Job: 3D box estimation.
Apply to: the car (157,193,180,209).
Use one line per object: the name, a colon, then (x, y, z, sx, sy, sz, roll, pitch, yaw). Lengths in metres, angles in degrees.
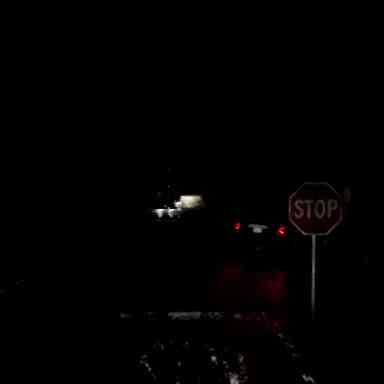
car: (-2.805, 1.087, 37.643, 2.033, 1.411, 5.357, 0, 1, 0)

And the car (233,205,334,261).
car: (3.478, 1.244, 12.191, 2.097, 1.767, 4.553, 1, 1, 41)
